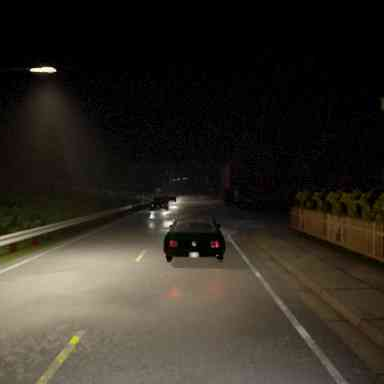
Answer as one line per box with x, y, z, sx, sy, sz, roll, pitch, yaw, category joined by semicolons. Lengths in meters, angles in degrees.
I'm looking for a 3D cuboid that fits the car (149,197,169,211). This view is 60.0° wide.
-3.586;1.299;37.254;1.837;1.490;4.892;0;0;0;car

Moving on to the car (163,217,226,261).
0.118;1.534;11.935;1.895;1.301;4.718;0;0;1;car
